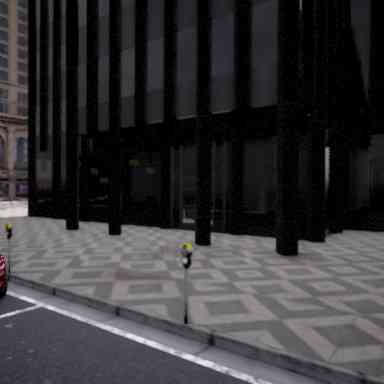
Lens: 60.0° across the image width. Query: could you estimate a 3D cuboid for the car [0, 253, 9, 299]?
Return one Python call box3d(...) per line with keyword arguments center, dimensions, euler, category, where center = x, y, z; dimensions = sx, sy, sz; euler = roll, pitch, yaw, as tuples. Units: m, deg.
box3d(center=(-5.706, 1.418, 7.028), dimensions=(4.097, 1.590, 1.967), euler=(0, 0, 35), category="car")
